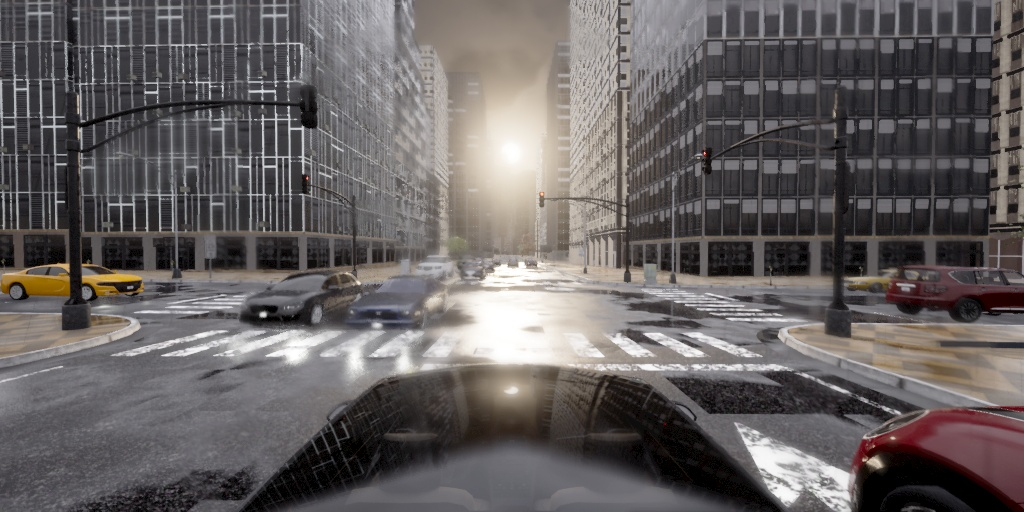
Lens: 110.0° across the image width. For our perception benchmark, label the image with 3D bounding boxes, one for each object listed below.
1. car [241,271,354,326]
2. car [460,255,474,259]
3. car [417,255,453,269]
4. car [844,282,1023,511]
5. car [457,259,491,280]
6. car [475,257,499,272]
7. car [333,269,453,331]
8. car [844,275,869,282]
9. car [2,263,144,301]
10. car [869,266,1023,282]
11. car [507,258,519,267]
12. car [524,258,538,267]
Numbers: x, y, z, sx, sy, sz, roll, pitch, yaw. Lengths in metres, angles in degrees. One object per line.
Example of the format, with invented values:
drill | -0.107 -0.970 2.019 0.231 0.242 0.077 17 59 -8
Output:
car | -6.559 1.277 11.889 1.837 1.490 4.892 0 1 0
car | -6.429 0.937 51.109 2.150 2.045 5.566 0 0 0
car | -6.572 0.958 31.165 2.150 2.045 5.566 0 0 2
car | 3.254 1.103 0.441 2.097 1.767 4.553 0 0 0
car | -3.257 1.226 30.764 2.128 1.511 4.902 0 0 0
car | -3.203 1.212 46.366 2.128 1.511 4.902 0 0 0
car | -3.301 1.341 11.501 2.033 1.411 5.357 1 0 0
car | 21.863 1.409 20.821 4.829 1.417 1.751 0 0 1
car | -19.229 1.086 15.833 5.008 1.535 1.882 1 1 3
car | 16.225 1.282 12.555 5.009 1.841 2.192 0 0 1
car | 0.203 1.267 63.393 1.994 1.385 4.181 0 0 0
car | 3.453 1.304 63.411 1.895 1.301 4.718 0 0 0
